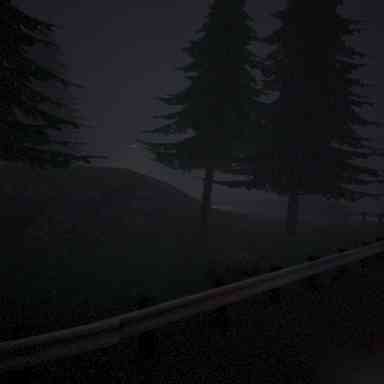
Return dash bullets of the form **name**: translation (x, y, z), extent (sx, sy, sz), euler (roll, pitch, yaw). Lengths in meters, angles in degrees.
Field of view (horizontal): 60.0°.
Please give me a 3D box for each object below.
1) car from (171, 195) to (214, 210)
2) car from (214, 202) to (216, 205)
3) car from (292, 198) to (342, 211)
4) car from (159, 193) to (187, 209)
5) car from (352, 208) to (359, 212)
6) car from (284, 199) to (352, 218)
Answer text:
- **car**: translation (0.024, 1.489, 43.408), extent (4.674, 1.442, 1.812), euler (0, 0, 36)
- **car**: translation (1.519, 1.513, 50.967), extent (4.181, 1.385, 1.994), euler (0, 0, 36)
- **car**: translation (15.375, 1.547, 40.991), extent (5.357, 1.411, 2.033), euler (0, 0, 36)
- **car**: translation (-1.664, 1.165, 48.955), extent (5.566, 2.045, 2.150), euler (0, 0, 36)
- **car**: translation (14.319, 1.568, 33.133), extent (4.181, 1.385, 1.994), euler (0, 0, 36)
- **car**: translation (11.379, 1.226, 30.931), extent (5.566, 2.045, 2.150), euler (0, 0, 36)
